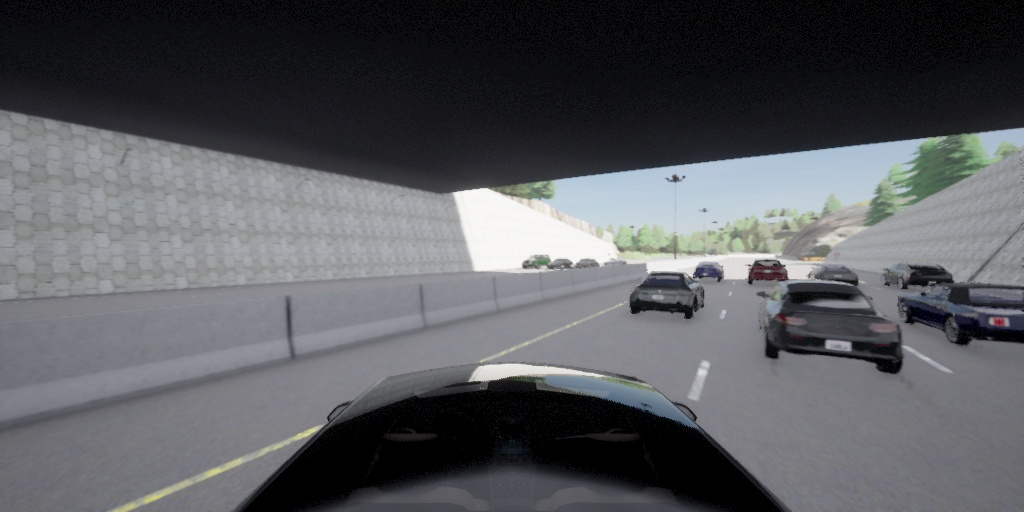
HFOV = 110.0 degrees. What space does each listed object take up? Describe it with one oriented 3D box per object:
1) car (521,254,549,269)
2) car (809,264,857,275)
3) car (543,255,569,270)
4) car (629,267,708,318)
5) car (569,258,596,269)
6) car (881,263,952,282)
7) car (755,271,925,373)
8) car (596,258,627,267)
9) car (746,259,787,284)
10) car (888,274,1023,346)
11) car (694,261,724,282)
[{"bbox_3d":[3.386,0.738,48.269,2.150,2.045,5.566,0,0,33],"label":"car"},{"bbox_3d":[20.635,1.169,23.177,1.994,1.385,4.181,0,0,33],"label":"car"},{"bbox_3d":[6.343,0.997,46.398,1.837,1.490,4.892,0,0,33],"label":"car"},{"bbox_3d":[5.618,1.239,12.823,1.994,1.385,4.181,0,0,33],"label":"car"},{"bbox_3d":[9.268,0.997,44.477,1.837,1.490,4.892,0,0,33],"label":"car"},{"bbox_3d":[23.182,1.126,20.669,1.837,1.490,4.892,0,0,33],"label":"car"},{"bbox_3d":[6.397,1.236,7.604,1.812,1.442,4.674,0,0,33],"label":"car"},{"bbox_3d":[12.189,0.974,42.548,2.128,1.511,4.902,0,0,33],"label":"car"},{"bbox_3d":[17.137,0.950,24.210,2.097,1.767,4.553,0,0,33],"label":"car"},{"bbox_3d":[11.200,1.304,8.563,1.895,1.301,4.718,0,0,33],"label":"car"},{"bbox_3d":[14.924,1.103,27.264,1.812,1.442,4.674,0,0,33],"label":"car"}]
